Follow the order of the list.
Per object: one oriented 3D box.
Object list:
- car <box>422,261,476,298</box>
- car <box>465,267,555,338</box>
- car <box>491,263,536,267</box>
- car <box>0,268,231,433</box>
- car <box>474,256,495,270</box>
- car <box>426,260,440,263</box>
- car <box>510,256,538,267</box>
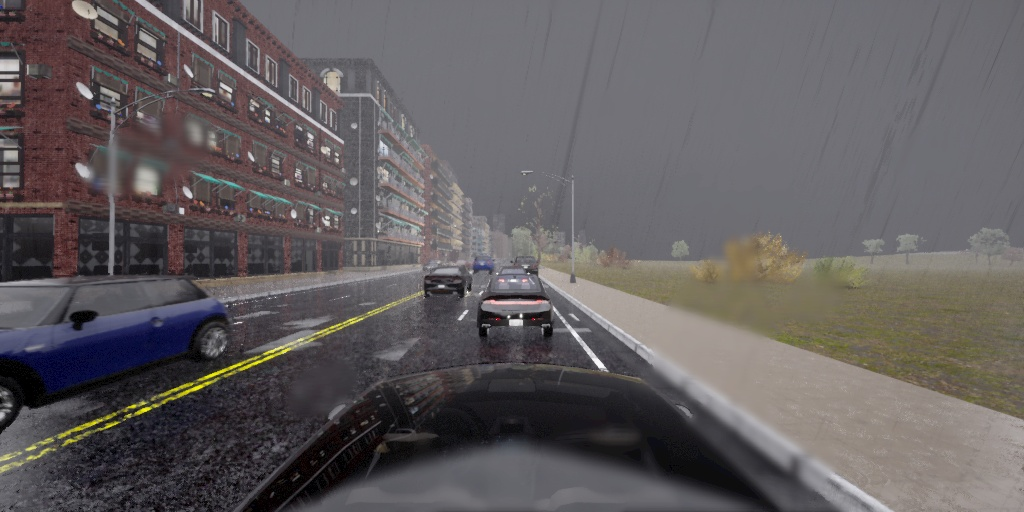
[{"bbox_3d":[-3.191,1.230,18.670,1.882,1.535,5.008,0,0,0],"label":"car"},{"bbox_3d":[0.081,1.243,10.260,2.128,1.511,4.902,0,0,0],"label":"car"},{"bbox_3d":[0.060,1.301,20.700,2.033,1.411,5.357,0,0,0],"label":"car"},{"bbox_3d":[-6.607,1.102,5.145,2.097,1.767,4.553,0,0,0],"label":"car"},{"bbox_3d":[-3.242,0.973,41.473,2.150,2.045,5.566,0,0,0],"label":"car"},{"bbox_3d":[-9.951,1.245,45.319,2.128,1.511,4.902,0,0,0],"label":"car"},{"bbox_3d":[1.070,0.979,30.912,2.150,2.045,5.566,0,0,0],"label":"car"}]
